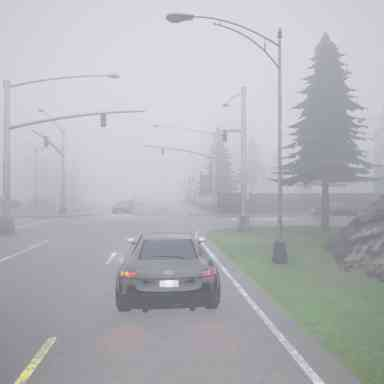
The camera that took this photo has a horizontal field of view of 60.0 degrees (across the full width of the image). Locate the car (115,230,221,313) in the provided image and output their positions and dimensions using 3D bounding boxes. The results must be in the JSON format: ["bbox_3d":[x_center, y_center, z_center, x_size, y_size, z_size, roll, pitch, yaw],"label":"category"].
[{"bbox_3d":[-0.584,1.564,7.784,1.994,1.385,4.181,0,0,-5],"label":"car"}]

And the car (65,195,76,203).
[{"bbox_3d":[-23.754,1.374,64.361,1.845,1.501,3.633,0,0,-5],"label":"car"}]

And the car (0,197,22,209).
[{"bbox_3d":[-21.450,1.339,38.429,2.007,1.523,4.514,0,0,-5],"label":"car"}]

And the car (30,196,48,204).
[{"bbox_3d":[-26.068,1.384,56.706,1.970,1.475,3.806,0,0,-5],"label":"car"}]

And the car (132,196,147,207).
[{"bbox_3d":[-8.526,1.351,51.176,2.097,1.767,4.553,0,0,-6],"label":"car"}]

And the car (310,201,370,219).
[{"bbox_3d":[12.626,1.491,28.457,4.902,1.511,2.128,0,0,-7],"label":"car"}]

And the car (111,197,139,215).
[{"bbox_3d":[-7.075,1.547,34.667,2.033,1.411,5.357,0,0,-3],"label":"car"}]
